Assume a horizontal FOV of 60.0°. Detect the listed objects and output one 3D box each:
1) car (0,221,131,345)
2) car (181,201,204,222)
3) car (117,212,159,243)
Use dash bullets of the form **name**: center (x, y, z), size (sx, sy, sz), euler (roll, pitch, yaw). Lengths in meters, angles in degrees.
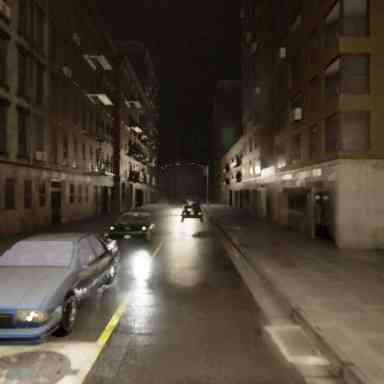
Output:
- **car**: center (-2.860, 1.598, 7.020), size (2.033, 1.411, 5.357), euler (0, 0, 0)
- **car**: center (0.014, 1.740, 28.585), size (2.033, 1.411, 5.357), euler (0, 0, 0)
- **car**: center (-2.868, 1.719, 17.092), size (1.895, 1.301, 4.718), euler (0, 0, 0)
